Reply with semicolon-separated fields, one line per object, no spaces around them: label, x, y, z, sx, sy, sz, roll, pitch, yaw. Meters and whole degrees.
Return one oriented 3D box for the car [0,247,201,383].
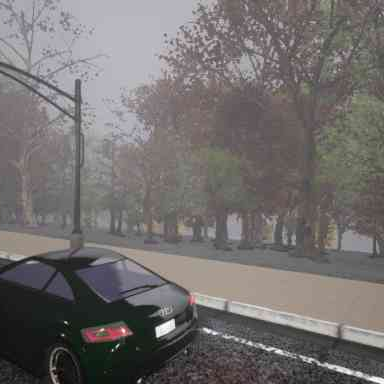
car;-1.939;1.563;5.069;4.181;1.385;1.994;0;0;36
